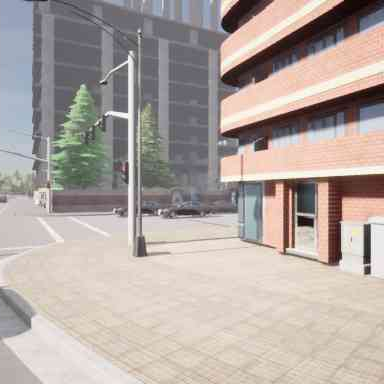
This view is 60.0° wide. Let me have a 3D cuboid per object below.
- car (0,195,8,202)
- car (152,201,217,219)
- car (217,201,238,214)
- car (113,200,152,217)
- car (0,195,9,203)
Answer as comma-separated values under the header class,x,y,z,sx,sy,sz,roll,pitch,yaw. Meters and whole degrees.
class,x,y,z,sx,sy,sz,roll,pitch,yaw
car,-42.472,1.500,74.885,1.837,1.490,4.892,0,0,-27
car,-0.644,1.547,29.811,4.902,1.511,2.128,0,0,-27
car,3.016,1.619,35.566,4.181,1.385,1.994,0,0,-27
car,-4.949,1.547,31.568,4.902,1.511,2.128,0,0,-27
car,-37.951,1.595,66.027,1.895,1.301,4.718,0,0,-27
